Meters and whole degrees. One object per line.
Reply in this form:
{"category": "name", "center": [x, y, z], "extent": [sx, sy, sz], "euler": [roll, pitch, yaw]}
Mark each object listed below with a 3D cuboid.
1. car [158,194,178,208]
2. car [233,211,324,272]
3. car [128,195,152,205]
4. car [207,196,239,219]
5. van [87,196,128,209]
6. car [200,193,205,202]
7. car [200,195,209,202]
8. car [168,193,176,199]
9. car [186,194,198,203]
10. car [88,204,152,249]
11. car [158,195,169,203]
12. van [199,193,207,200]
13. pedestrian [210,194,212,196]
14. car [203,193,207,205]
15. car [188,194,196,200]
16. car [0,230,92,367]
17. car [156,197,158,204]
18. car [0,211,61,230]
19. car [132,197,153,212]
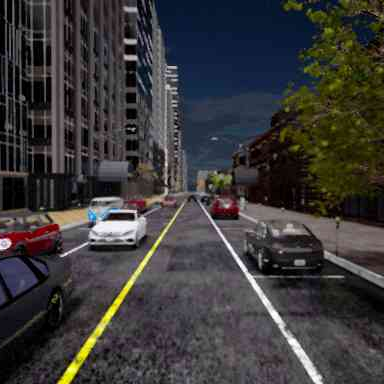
{"category": "car", "center": [-3.071, 1.212, 45.963], "extent": [2.097, 1.767, 4.553], "euler": [0, 0, 0]}
{"category": "car", "center": [2.692, 1.519, 10.495], "extent": [2.008, 1.369, 4.403], "euler": [-1, 0, 0]}
{"category": "car", "center": [-5.700, 1.214, 33.379], "extent": [2.192, 1.841, 5.009], "euler": [-1, 0, 0]}
{"category": "car", "center": [2.679, 1.231, 27.833], "extent": [2.192, 1.841, 5.009], "euler": [-1, 0, 0]}
{"category": "van", "center": [-5.702, 1.274, 22.309], "extent": [1.690, 1.788, 3.998], "euler": [-1, 0, 0]}
{"category": "car", "center": [2.687, 1.363, 66.575], "extent": [1.947, 1.339, 4.313], "euler": [-1, 0, 0]}
{"category": "car", "center": [2.688, 1.362, 72.110], "extent": [1.802, 1.307, 4.206], "euler": [-1, 0, 0]}
{"category": "car", "center": [-5.691, 1.152, 94.263], "extent": [1.967, 1.590, 4.097], "euler": [-1, 0, 0]}
{"category": "car", "center": [0.008, 1.312, 62.926], "extent": [1.837, 1.490, 4.892], "euler": [0, 0, 0]}
{"category": "car", "center": [-3.033, 1.482, 14.566], "extent": [1.812, 1.442, 4.674], "euler": [0, 0, 0]}
{"category": "car", "center": [-5.694, 1.323, 66.418], "extent": [1.752, 1.417, 4.829], "euler": [-1, 0, 0]}
{"category": "van", "center": [2.686, 1.087, 83.178], "extent": [1.690, 1.788, 3.998], "euler": [-1, 0, 0]}
{"category": "pedestrian", "center": [3.007, 1.132, 53.123], "extent": [0.375, 1.860, 0.375], "euler": [-1, 1, -2]}
{"category": "car", "center": [3.007, 1.352, 50.191], "extent": [1.837, 1.490, 4.892], "euler": [0, 0, 0]}
{"category": "car", "center": [0.012, 1.122, 80.841], "extent": [1.812, 1.442, 4.674], "euler": [0, 0, 0]}
{"category": "car", "center": [-3.096, 1.535, 4.058], "extent": [2.033, 1.411, 5.357], "euler": [0, 0, 0]}
{"category": "car", "center": [-5.694, 1.340, 60.884], "extent": [1.752, 1.417, 4.829], "euler": [-1, 0, 0]}
{"category": "car", "center": [-5.713, 1.409, 10.512], "extent": [1.967, 1.590, 4.097], "euler": [-1, 0, 0]}
{"category": "car", "center": [-5.697, 1.408, 38.745], "extent": [1.752, 1.417, 4.829], "euler": [-1, 0, 0]}
